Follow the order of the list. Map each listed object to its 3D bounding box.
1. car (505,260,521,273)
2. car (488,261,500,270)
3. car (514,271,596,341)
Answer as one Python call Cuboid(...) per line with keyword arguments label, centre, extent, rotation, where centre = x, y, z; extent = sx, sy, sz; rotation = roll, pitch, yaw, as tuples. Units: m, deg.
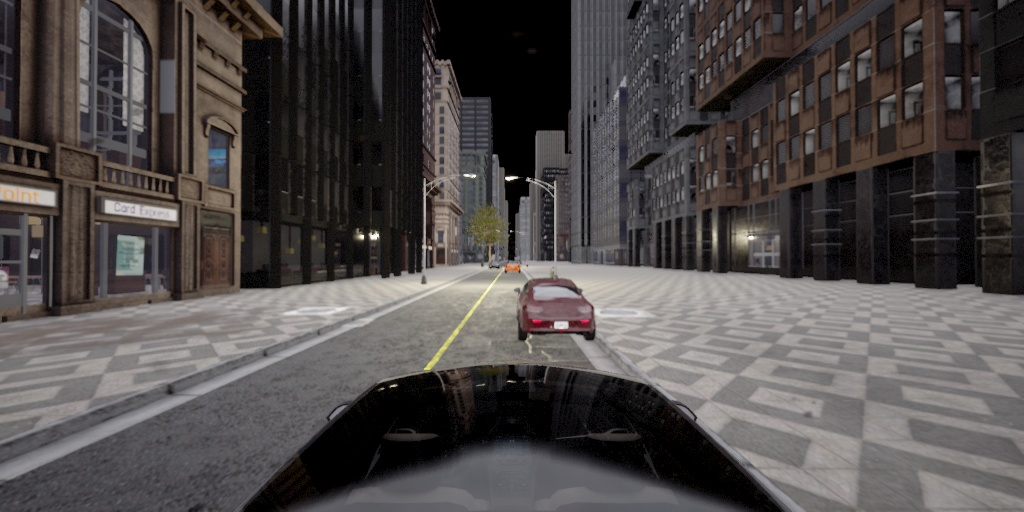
Cuboid(label="car", centre=(0.114, 1.380, 48.130), extent=(2.097, 1.767, 4.553), rotation=(0, 0, 1))
Cuboid(label="car", centre=(-2.978, 1.625, 61.023), extent=(1.837, 1.490, 4.892), rotation=(0, 0, 0))
Cuboid(label="car", centre=(1.052, 1.322, 9.942), extent=(1.812, 1.442, 4.674), rotation=(0, 0, 0))
